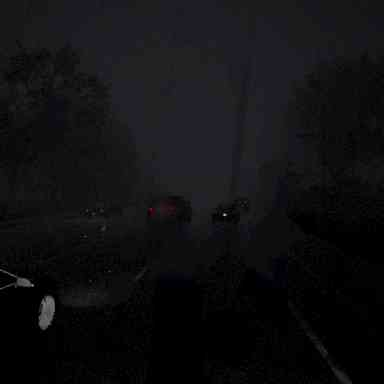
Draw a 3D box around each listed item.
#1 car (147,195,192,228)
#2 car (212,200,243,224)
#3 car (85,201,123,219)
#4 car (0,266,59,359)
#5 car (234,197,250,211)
[{"bbox_3d":[-1.409,1.221,22.569,2.150,2.045,5.566,0,0,9],"label":"car"},{"bbox_3d":[2.643,1.577,25.359,1.994,1.385,4.181,0,0,10],"label":"car"},{"bbox_3d":[-7.531,1.505,29.141,1.812,1.442,4.674,0,0,11],"label":"car"},{"bbox_3d":[-3.225,1.499,3.763,1.837,1.490,4.892,0,0,2],"label":"car"},{"bbox_3d":[6.093,1.367,41.392,2.097,1.767,4.553,0,0,14],"label":"car"}]
